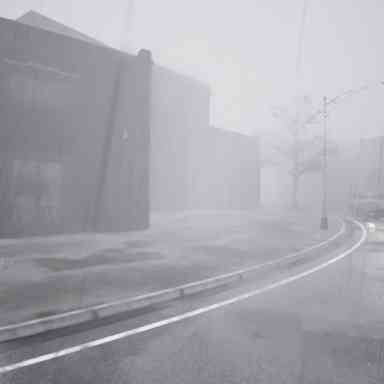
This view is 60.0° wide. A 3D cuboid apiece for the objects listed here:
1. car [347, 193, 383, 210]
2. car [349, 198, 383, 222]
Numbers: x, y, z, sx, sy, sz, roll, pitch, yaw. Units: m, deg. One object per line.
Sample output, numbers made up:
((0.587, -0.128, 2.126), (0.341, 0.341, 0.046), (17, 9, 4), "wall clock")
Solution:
((19.028, 1.153, 36.156), (2.150, 2.045, 5.566), (1, 0, 1), "car")
((14.093, 1.488, 25.946), (2.033, 1.411, 5.357), (0, 0, 15), "car")
